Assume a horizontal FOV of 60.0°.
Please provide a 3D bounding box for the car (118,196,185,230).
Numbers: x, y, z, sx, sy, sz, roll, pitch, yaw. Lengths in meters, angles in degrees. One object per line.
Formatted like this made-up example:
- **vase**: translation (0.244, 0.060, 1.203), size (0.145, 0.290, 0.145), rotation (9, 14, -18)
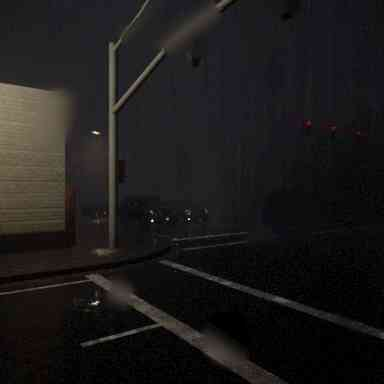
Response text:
- **car**: translation (-3.084, 1.277, 22.348), size (2.150, 2.045, 5.566), rotation (0, 0, -36)

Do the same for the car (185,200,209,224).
- **car**: translation (-0.717, 1.407, 25.061), size (2.097, 1.767, 4.553), rotation (0, 0, -36)

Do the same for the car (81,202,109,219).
- **car**: translation (-8.550, 1.619, 30.013), size (1.994, 1.385, 4.181), rotation (0, 0, -35)

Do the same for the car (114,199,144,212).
- **car**: translation (-7.867, 1.581, 41.366), size (1.812, 1.442, 4.674), rotation (0, 0, -36)

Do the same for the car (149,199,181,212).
- **car**: translation (-3.387, 1.619, 41.152), size (1.994, 1.385, 4.181), rotation (0, 0, -36)

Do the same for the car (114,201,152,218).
- **car**: translation (-5.737, 1.619, 32.089), size (1.994, 1.385, 4.181), rotation (0, 0, -35)
